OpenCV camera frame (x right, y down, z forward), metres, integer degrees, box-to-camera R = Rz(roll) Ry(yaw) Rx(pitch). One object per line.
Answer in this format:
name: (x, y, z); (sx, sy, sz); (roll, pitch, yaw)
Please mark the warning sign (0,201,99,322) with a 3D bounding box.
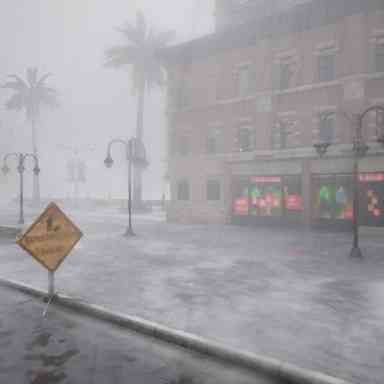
warning sign: (-2.565, 1.115, 6.067); (1.060, 1.860, 1.300); (0, 0, 36)
